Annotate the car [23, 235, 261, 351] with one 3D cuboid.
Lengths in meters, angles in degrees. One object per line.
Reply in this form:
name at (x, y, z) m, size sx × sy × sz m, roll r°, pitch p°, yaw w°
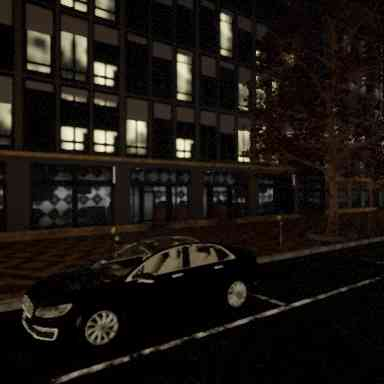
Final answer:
car at (-0.642, 1.534, 6.094) m, size 4.403 × 1.369 × 2.008 m, roll 0°, pitch 0°, yaw -35°
